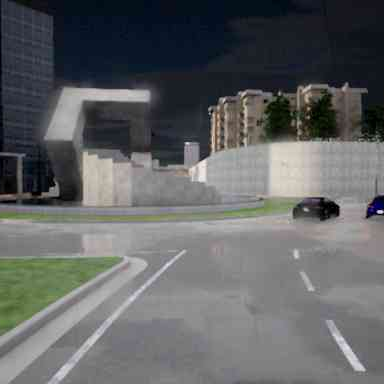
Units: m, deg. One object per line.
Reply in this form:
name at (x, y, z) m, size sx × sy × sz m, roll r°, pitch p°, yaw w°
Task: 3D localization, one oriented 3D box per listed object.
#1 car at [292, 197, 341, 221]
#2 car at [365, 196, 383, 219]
car at (8.040, 1.003, 21.301) m, size 1.994 × 1.385 × 4.181 m, roll 1°, pitch 2°, yaw 38°
car at (12.545, 0.962, 21.538) m, size 1.812 × 1.442 × 4.674 m, roll 1°, pitch 2°, yaw 37°
